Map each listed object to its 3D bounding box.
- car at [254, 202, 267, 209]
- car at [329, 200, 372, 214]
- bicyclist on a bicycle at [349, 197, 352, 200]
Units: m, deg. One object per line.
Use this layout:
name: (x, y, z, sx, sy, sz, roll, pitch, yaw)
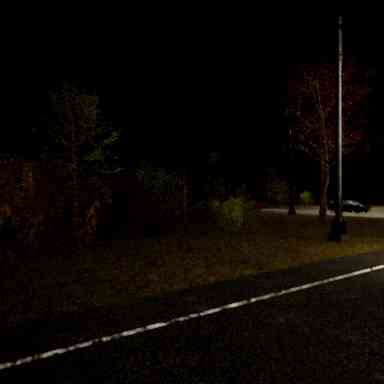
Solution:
car: (9.725, 2.033, 53.150, 1.895, 1.301, 4.718, -2, 0, -31)
car: (18.303, 1.720, 38.666, 2.128, 1.511, 4.902, -2, 0, -31)
bicyclist on a bicycle: (22.296, 1.555, 46.832, 1.656, 1.620, 0.582, 0, 0, -31)
